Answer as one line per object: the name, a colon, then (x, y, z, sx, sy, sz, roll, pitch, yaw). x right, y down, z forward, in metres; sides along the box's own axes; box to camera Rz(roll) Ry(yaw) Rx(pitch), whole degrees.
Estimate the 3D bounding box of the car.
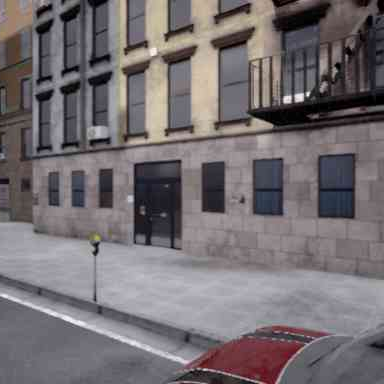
car: (1.517, 1.440, 1.754, 4.097, 1.590, 1.967, 0, 0, 36)
